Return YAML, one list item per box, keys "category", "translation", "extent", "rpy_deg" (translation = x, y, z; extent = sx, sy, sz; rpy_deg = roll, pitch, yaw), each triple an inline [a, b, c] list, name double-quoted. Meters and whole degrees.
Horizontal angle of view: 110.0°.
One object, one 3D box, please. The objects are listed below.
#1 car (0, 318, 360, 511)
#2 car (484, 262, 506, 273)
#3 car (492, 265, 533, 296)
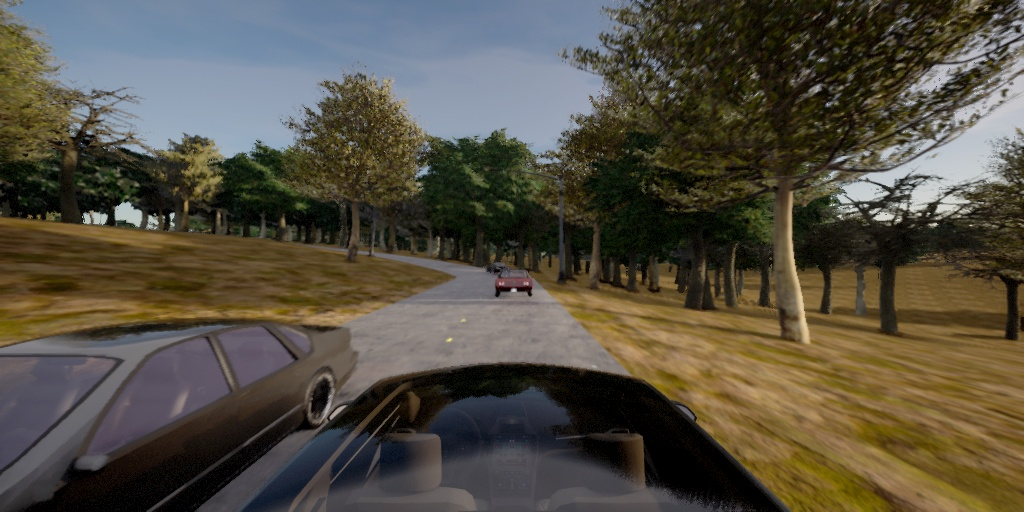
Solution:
- category: "car"
  translation: [-3.103, 1.299, 2.854]
  extent: [2.033, 1.411, 5.357]
  rpy_deg: [0, 0, 0]
- category: "car"
  translation: [-1.751, 1.375, 41.053]
  extent: [1.895, 1.301, 4.718]
  rpy_deg: [0, 1, -20]
- category: "car"
  translation: [0.093, 1.378, 19.676]
  extent: [1.895, 1.301, 4.718]
  rpy_deg: [0, 0, 0]
